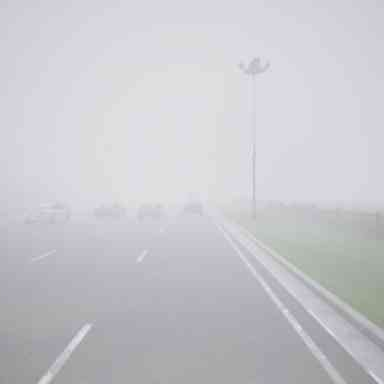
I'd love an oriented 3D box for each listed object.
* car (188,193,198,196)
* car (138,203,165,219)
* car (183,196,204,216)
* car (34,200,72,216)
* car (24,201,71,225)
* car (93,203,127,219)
[{"bbox_3d":[0.119,1.239,59.007,2.150,2.045,5.566,0,0,0],"label":"car"},{"bbox_3d":[-3.392,1.610,28.609,1.895,1.301,4.718,0,0,0],"label":"car"},{"bbox_3d":[0.111,1.488,32.826,1.882,1.535,5.008,0,0,0],"label":"car"},{"bbox_3d":[-13.889,1.575,33.498,1.994,1.385,4.181,0,0,0],"label":"car"},{"bbox_3d":[-10.392,1.534,24.143,1.812,1.442,4.674,0,0,0],"label":"car"},{"bbox_3d":[-6.893,1.610,28.611,1.895,1.301,4.718,0,0,0],"label":"car"}]
